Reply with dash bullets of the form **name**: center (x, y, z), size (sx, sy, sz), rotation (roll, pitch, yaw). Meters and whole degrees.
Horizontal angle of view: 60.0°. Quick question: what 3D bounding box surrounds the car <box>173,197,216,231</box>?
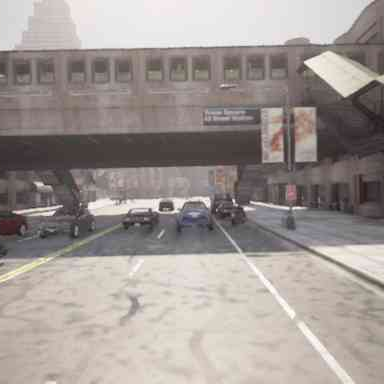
- **car**: center (0.155, 1.361, 20.810), size (2.097, 1.767, 4.553), rotation (-1, 0, 0)

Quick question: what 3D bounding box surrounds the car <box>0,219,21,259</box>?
- **car**: center (-6.995, 1.720, 8.673), size (2.033, 1.411, 5.357), rotation (-1, 0, 1)

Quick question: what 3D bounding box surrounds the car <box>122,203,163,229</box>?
- **car**: center (-3.332, 1.694, 22.513), size (1.895, 1.301, 4.718), rotation (-1, 0, 0)

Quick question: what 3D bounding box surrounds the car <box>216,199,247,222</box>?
- **car**: center (3.269, 1.535, 29.194), size (1.895, 1.301, 4.718), rotation (-1, 0, 0)

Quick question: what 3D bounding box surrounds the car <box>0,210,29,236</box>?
- **car**: center (-10.494, 1.739, 17.393), size (1.882, 1.535, 5.008), rotation (-1, 0, 1)

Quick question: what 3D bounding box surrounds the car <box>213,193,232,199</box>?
- **car**: center (3.214, 1.175, 36.590), size (2.435, 2.045, 5.566), rotation (-1, 0, 0)

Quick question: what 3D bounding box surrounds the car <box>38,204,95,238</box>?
- **car**: center (-6.984, 1.683, 19.025), size (1.837, 1.490, 4.892), rotation (-1, 0, 0)

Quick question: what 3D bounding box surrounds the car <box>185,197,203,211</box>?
- **car**: center (0.258, 1.512, 42.713), size (2.128, 1.511, 4.902), rotation (-1, 0, 0)

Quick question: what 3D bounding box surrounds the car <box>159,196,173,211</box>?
- **car**: center (-3.241, 1.610, 42.998), size (1.837, 1.490, 4.892), rotation (-1, 0, 0)
